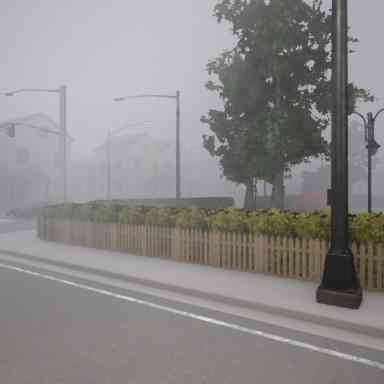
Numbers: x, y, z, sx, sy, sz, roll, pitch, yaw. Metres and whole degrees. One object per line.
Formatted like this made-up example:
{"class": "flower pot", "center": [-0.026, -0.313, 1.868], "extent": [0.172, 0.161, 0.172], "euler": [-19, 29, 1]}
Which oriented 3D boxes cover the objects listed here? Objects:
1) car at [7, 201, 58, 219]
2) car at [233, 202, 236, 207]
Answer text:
{"class": "car", "center": [-13.288, 1.547, 29.468], "extent": [2.033, 1.411, 5.357], "euler": [0, 0, 35]}
{"class": "car", "center": [4.875, 1.564, 49.126], "extent": [1.994, 1.385, 4.181], "euler": [0, 0, 35]}
